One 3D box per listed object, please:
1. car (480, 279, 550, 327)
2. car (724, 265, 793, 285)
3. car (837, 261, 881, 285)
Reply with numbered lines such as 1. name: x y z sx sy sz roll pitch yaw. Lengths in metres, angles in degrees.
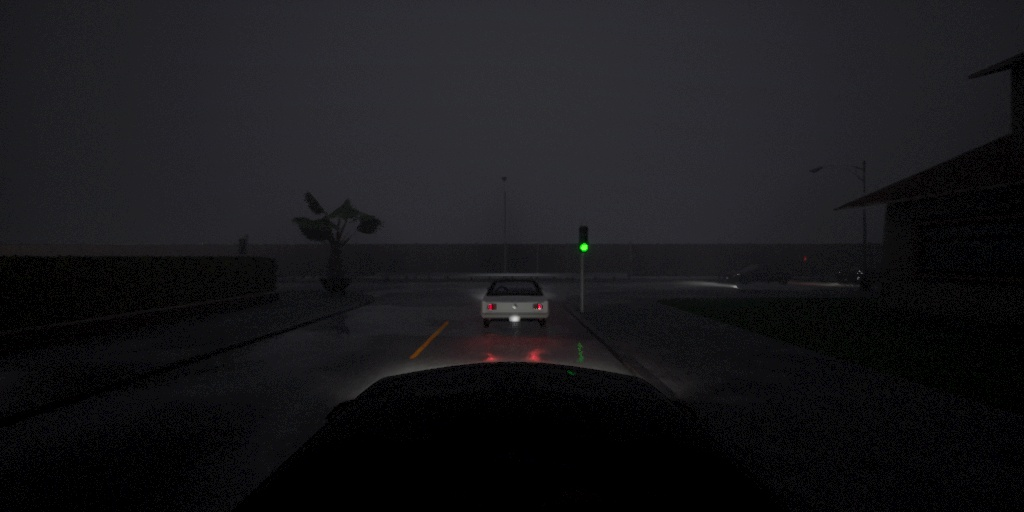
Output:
1. car: 0.081 1.390 11.758 1.895 1.301 4.718 0 0 0
2. car: 18.526 1.372 27.029 4.674 1.442 1.812 0 0 -1
3. car: 27.404 1.198 27.061 4.553 1.767 2.097 0 0 0
